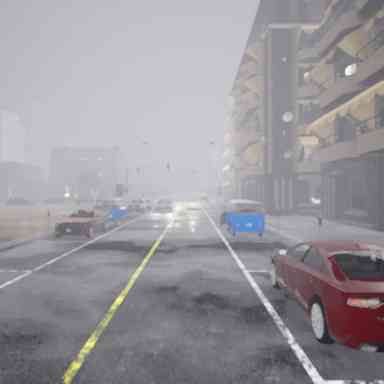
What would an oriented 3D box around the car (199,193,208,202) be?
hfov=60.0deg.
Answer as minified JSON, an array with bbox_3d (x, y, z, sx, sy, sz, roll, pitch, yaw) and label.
[{"bbox_3d":[2.687,1.385,72.581,2.008,1.369,4.403,1,0,0],"label":"car"}]

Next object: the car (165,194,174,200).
[{"bbox_3d":[-5.696,1.343,83.704,1.887,1.381,4.507,1,0,0],"label":"car"}]

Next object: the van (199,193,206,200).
[{"bbox_3d":[2.687,1.121,89.323,1.690,1.788,3.998,1,0,0],"label":"van"}]

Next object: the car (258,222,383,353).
[{"bbox_3d":[2.700,1.536,6.220,1.887,1.381,4.507,1,0,0],"label":"car"}]

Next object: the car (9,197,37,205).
[{"bbox_3d":[-30.691,1.654,60.519,4.206,1.307,1.802,0,0,1],"label":"car"}]

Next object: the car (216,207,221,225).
[{"bbox_3d":[2.696,1.527,23.157,1.947,1.339,4.313,1,0,0],"label":"car"}]

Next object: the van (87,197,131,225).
[{"bbox_3d":[-5.648,1.302,23.122,1.690,1.788,3.998,1,0,0],"label":"van"}]

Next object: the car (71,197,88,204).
[{"bbox_3d":[-19.730,1.572,60.371,4.403,1.369,2.008,0,0,1],"label":"car"}]

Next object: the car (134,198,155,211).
[{"bbox_3d":[-5.654,1.469,40.060,1.887,1.381,4.507,1,0,0],"label":"car"}]

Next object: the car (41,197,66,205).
[{"bbox_3d":[-25.211,1.612,60.445,4.313,1.339,1.947,0,0,1],"label":"car"}]

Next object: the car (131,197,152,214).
[{"bbox_3d":[-5.652,1.377,34.414,1.967,1.590,4.097,1,0,0],"label":"car"}]

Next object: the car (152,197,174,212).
[{"bbox_3d":[-3.065,1.531,37.186,1.895,1.301,4.718,0,0,0],"label":"car"}]

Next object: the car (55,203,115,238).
[{"bbox_3d":[-5.650,1.517,17.476,1.887,1.381,4.507,1,0,0],"label":"car"}]

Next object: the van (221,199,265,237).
[{"bbox_3d":[2.701,1.313,17.511,1.690,1.788,3.998,1,0,0],"label":"van"}]

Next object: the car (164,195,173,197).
[{"bbox_3d":[-5.695,1.398,78.124,1.802,1.307,4.206,1,0,0],"label":"car"}]

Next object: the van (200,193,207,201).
[{"bbox_3d":[2.689,1.158,78.160,1.690,1.788,3.998,1,0,0],"label":"van"}]

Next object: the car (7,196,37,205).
[{"bbox_3d":[-26.387,1.387,51.823,4.097,1.590,1.967,0,0,1],"label":"car"}]
